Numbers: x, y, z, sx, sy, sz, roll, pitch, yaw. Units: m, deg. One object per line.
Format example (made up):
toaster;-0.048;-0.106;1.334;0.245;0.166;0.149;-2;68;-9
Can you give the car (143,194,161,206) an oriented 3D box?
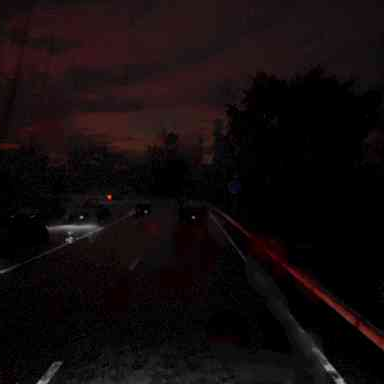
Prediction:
car;-5.320;1.021;43.611;1.895;1.301;4.718;0;1;-12

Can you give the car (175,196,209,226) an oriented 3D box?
car;0.063;1.317;22.038;1.882;1.535;5.008;0;1;-1

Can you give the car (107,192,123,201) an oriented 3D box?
car;-12.913;0.681;55.595;2.033;1.411;5.357;0;1;-24

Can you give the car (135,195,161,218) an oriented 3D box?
car;-3.539;1.275;27.391;1.812;1.442;4.674;0;1;-2

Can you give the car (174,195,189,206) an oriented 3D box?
car;-1.088;1.045;40.346;2.033;1.411;5.357;0;1;-8

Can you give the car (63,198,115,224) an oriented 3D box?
car;-7.026;1.385;23.164;1.994;1.385;4.181;0;1;0

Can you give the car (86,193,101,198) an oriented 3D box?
car;-15.677;0.758;53.126;1.895;1.301;4.718;0;1;-23

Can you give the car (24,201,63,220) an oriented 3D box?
car;-10.527;1.366;23.262;2.033;1.411;5.357;0;1;0

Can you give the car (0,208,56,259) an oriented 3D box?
car;-7.016;1.514;12.303;1.994;1.385;4.181;0;0;0
